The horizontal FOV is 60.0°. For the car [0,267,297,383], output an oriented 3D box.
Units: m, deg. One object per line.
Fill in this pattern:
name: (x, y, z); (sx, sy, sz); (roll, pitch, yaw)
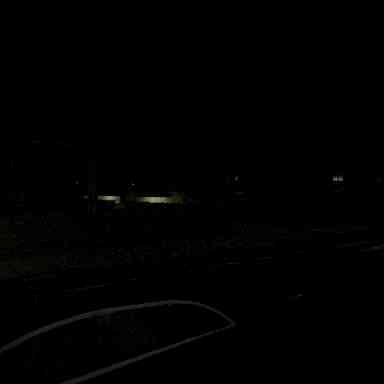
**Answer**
car: (-1.228, 1.506, 2.687); (4.902, 1.511, 2.128); (0, 0, -35)
